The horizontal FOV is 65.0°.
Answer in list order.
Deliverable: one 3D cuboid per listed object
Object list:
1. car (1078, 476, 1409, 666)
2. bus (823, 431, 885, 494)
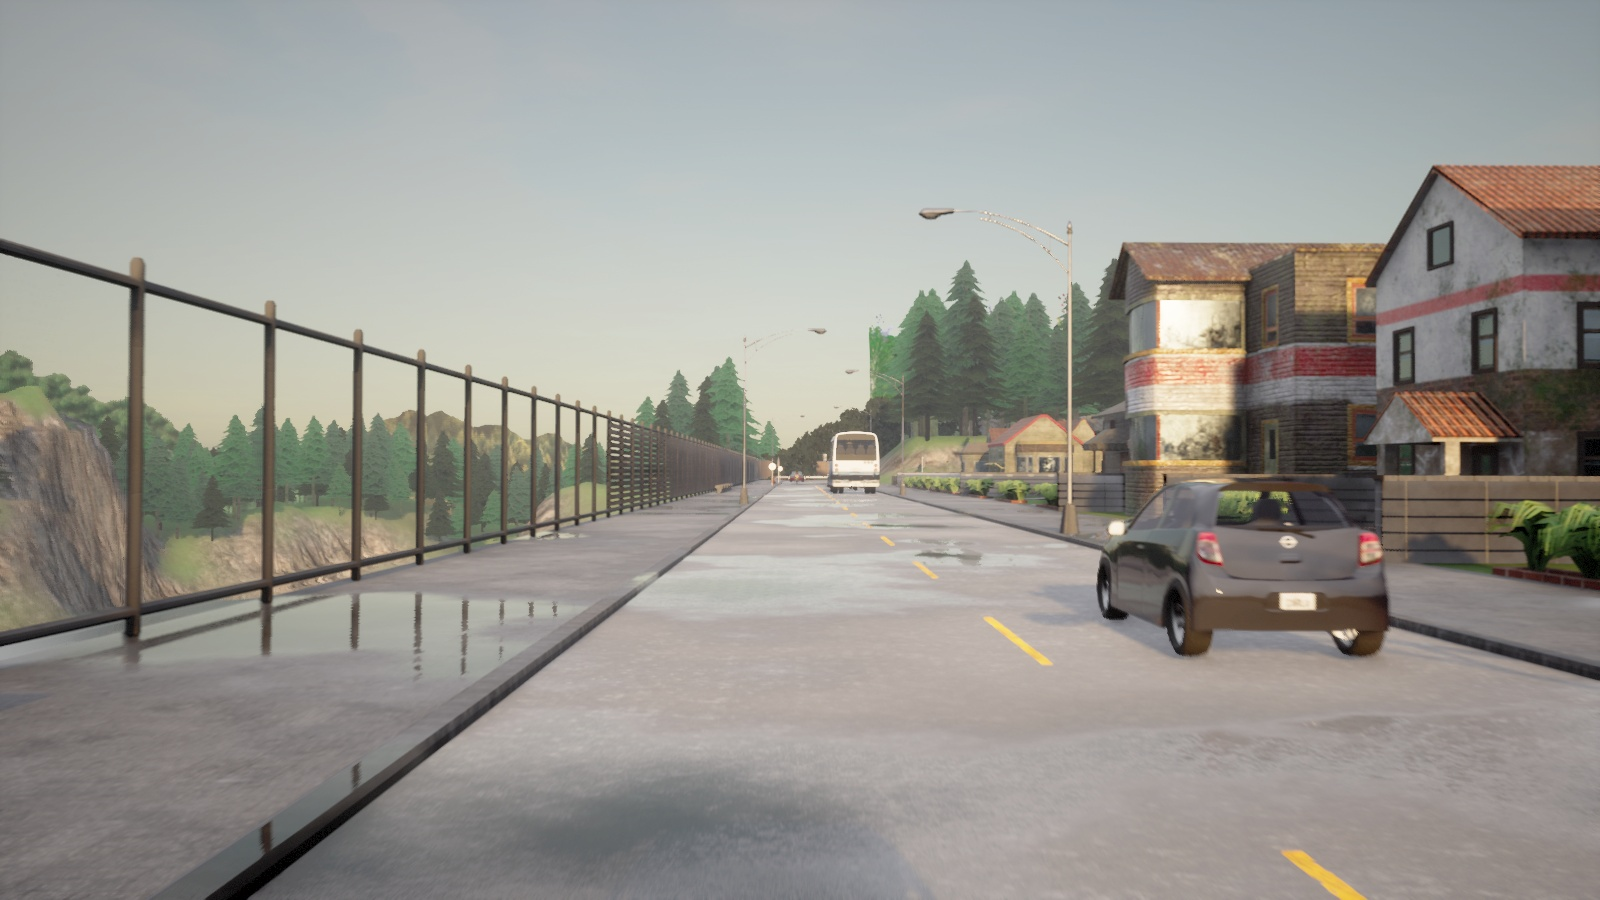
[{"bbox_3d":[3.971,1.012,11.925,1.845,1.501,3.633,0,-1,0],"label":"car"},{"bbox_3d":[3.776,0.934,90.269,3.944,4.253,10.273,0,-1,0],"label":"bus"}]
